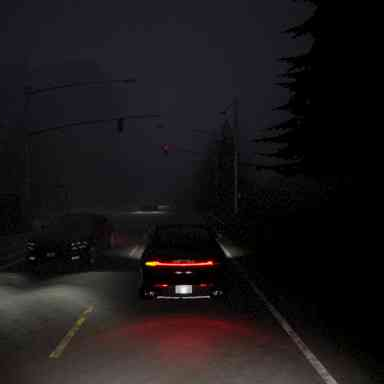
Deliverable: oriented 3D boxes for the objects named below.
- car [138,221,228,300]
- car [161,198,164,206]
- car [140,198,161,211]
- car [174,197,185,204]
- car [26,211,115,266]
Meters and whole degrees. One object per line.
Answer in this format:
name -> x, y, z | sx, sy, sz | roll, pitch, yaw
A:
car -> -0.228, 1.505, 8.416 | 1.837, 1.490, 4.892 | 0, 0, -2
car -> -5.780, 1.601, 55.694 | 1.895, 1.301, 4.718 | 0, 0, -2
car -> -5.181, 1.526, 40.723 | 1.812, 1.442, 4.674 | 0, 0, -3
car -> -2.338, 1.564, 61.366 | 1.994, 1.385, 4.181 | 0, 0, -2
car -> -4.028, 1.477, 11.755 | 1.882, 1.535, 5.008 | 0, 0, -2
